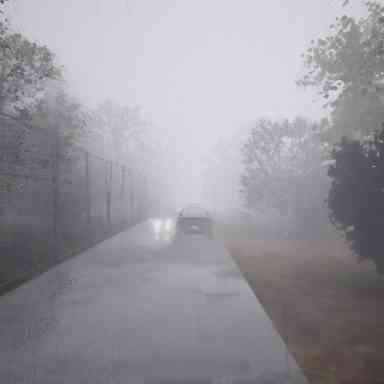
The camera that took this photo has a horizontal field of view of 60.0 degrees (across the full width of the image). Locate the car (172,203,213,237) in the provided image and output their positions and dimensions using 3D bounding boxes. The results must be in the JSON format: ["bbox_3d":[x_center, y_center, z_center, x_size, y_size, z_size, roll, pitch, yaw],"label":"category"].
[{"bbox_3d":[0.121,1.570,18.533,1.882,1.535,5.008,0,-1,0],"label":"car"}]

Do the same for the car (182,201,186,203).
[{"bbox_3d":[0.194,1.905,37.217,2.033,1.411,5.357,0,-1,0],"label":"car"}]

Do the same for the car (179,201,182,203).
[{"bbox_3d":[-2.367,2.679,74.738,1.812,1.442,4.674,0,-1,1],"label":"car"}]

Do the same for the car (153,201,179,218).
[{"bbox_3d":[-2.770,1.784,33.556,2.128,1.511,4.902,0,-1,0],"label":"car"}]
